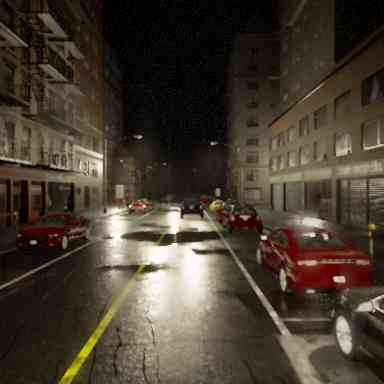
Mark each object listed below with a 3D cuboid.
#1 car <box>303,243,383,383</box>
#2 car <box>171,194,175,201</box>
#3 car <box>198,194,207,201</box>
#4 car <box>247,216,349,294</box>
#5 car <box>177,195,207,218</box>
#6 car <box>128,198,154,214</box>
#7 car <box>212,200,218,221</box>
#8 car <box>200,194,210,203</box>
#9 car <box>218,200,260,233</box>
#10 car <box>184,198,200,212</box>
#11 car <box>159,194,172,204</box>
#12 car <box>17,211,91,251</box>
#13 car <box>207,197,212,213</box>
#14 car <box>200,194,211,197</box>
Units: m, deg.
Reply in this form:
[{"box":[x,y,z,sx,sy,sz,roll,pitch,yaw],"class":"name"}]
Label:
[{"box":[2.849,1.552,3.166,2.008,1.369,4.403,-1,0,0],"class":"car"},{"box":[-5.688,1.672,79.517,1.752,1.417,4.829,-1,0,0],"class":"car"},{"box":[2.840,1.488,90.860,2.192,1.841,5.009,-1,0,0],"class":"car"},{"box":[2.848,1.549,8.663,1.887,1.381,4.507,-1,0,0],"class":"car"},{"box":[-0.002,1.382,30.925,2.097,1.767,4.553,0,0,0],"class":"car"},{"box":[-5.682,1.479,36.146,1.967,1.590,4.097,-1,0,0],"class":"car"},{"box":[2.845,1.461,25.154,1.967,1.590,4.097,-1,0,0],"class":"car"},{"box":[2.838,1.449,74.103,2.192,1.841,5.009,-1,0,0],"class":"car"},{"box":[2.846,1.455,19.657,1.967,1.590,4.097,-1,0,0],"class":"car"},{"box":[-0.005,1.552,40.262,1.837,1.490,4.892,0,0,0],"class":"car"},{"box":[-5.686,1.685,68.516,1.947,1.339,4.313,-1,0,0],"class":"car"},{"box":[-5.677,1.554,14.158,1.887,1.381,4.507,-1,0,0],"class":"car"},{"box":[2.844,1.565,36.318,1.752,1.417,4.829,-1,0,0],"class":"car"},{"box":[2.837,1.434,68.517,2.192,1.841,5.009,-1,0,0],"class":"car"}]
